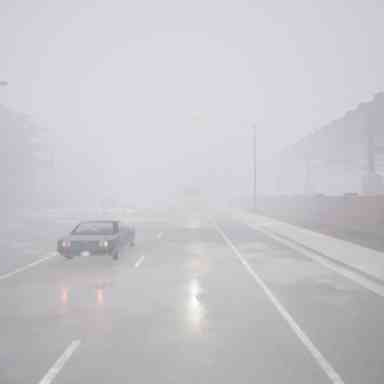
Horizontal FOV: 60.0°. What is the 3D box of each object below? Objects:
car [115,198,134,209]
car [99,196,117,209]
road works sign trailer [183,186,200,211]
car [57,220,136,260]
[{"bbox_3d":[-10.548,1.991,53.847,1.812,1.442,4.674,0,0,1],"label":"car"},{"bbox_3d":[-14.040,1.709,56.266,2.150,2.045,5.566,0,-1,1],"label":"car"},{"bbox_3d":[-0.007,0.882,48.402,2.380,3.560,2.880,0,0,0],"label":"road works sign trailer"},{"bbox_3d":[-3.402,1.713,12.861,1.895,1.301,4.718,0,0,0],"label":"car"}]
